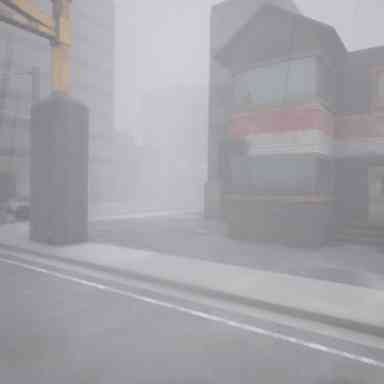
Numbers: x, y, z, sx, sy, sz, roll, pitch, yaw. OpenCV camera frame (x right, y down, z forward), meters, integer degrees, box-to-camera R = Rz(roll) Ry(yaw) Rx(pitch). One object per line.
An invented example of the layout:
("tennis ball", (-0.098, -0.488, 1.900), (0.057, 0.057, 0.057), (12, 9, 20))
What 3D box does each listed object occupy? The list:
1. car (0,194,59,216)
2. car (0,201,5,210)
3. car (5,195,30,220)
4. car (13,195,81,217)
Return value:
("car", (-12.991, 0.975, 25.448), (4.974, 1.542, 2.038), (0, 1, -30))
("car", (-12.943, 0.818, 25.472), (4.536, 1.218, 1.853), (0, 1, -30))
("car", (-9.788, 1.049, 22.776), (2.038, 1.542, 4.974), (1, 1, 15))
("car", (-9.773, 0.891, 22.824), (1.853, 1.218, 4.536), (1, 1, 15))
